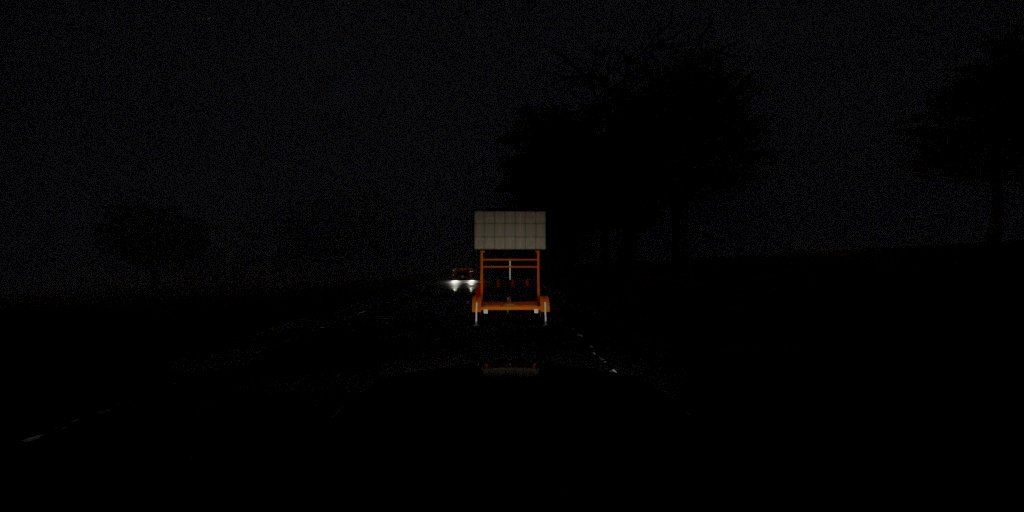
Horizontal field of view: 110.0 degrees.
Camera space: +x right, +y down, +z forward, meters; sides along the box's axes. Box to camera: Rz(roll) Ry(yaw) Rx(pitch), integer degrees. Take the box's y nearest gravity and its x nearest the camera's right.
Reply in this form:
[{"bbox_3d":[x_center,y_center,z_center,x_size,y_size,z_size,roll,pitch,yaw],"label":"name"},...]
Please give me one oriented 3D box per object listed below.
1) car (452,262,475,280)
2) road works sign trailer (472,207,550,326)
[{"bbox_3d":[-4.817,1.422,35.925,2.097,1.767,4.553,0,-1,-4],"label":"car"},{"bbox_3d":[-0.065,0.231,11.701,2.380,3.560,2.880,0,0,-2],"label":"road works sign trailer"}]
